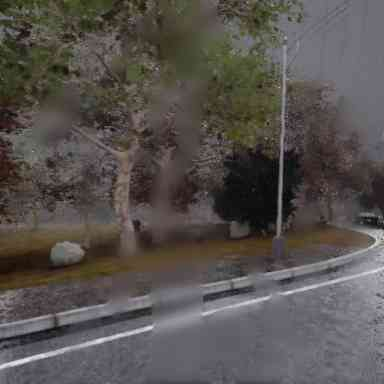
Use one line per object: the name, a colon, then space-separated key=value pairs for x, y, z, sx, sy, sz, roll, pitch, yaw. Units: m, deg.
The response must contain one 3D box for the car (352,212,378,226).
car: x=18.955 y=2.913 z=36.194 sx=2.033 sy=1.411 sz=5.357 roll=1 pitch=-2 yaw=37
